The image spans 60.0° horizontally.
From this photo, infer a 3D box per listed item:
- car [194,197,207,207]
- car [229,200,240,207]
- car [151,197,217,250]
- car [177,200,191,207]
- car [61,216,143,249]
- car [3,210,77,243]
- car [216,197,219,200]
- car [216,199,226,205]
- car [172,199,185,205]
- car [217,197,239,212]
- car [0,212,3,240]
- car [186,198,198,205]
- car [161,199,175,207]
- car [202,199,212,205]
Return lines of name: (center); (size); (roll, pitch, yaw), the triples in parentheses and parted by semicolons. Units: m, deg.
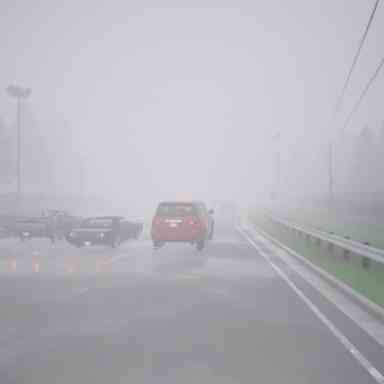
car: (1.853, 2.087, 70.431); (2.150, 2.045, 5.566); (0, -1, 10)
car: (8.983, 2.413, 70.472); (2.033, 1.411, 5.357); (0, -1, 10)
car: (-0.275, 1.416, 15.601); (2.150, 2.045, 5.566); (0, -1, 10)
car: (-1.602, 2.394, 70.985); (2.128, 1.511, 4.902); (0, -1, 10)
car: (-3.830, 1.794, 15.573); (1.895, 1.301, 4.718); (0, -1, 10)
car: (-7.065, 1.708, 17.422); (2.128, 1.511, 4.902); (0, -1, 10)
car: (5.304, 2.081, 69.844); (2.150, 2.045, 5.566); (0, -1, 10)
car: (7.047, 2.348, 80.085); (2.128, 1.511, 4.902); (0, -1, 10)
car: (-3.304, 2.383, 81.846); (2.033, 1.411, 5.357); (0, -1, 10)
car: (5.232, 1.945, 47.935); (2.097, 1.767, 4.553); (0, -1, 10)
car: (-10.383, 1.797, 18.788); (1.994, 1.385, 4.181); (0, -1, 10)
car: (0.146, 2.362, 81.259); (2.128, 1.511, 4.902); (0, -1, 10)
car: (-5.052, 2.354, 71.573); (1.882, 1.535, 5.008); (0, -1, 10)
car: (3.596, 2.354, 80.672); (1.812, 1.442, 4.674); (0, -1, 10)
